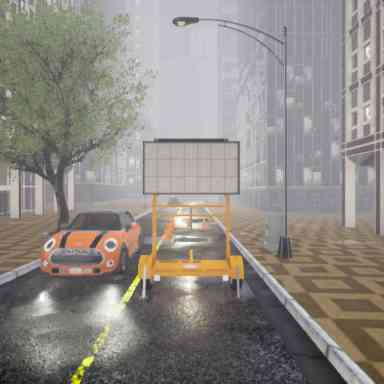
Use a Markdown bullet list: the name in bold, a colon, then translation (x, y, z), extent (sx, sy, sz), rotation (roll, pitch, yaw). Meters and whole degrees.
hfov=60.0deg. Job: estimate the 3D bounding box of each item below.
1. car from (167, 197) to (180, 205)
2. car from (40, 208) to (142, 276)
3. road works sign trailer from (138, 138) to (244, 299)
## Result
- **car**: translation (-2.965, 1.526, 53.684), extent (1.882, 1.535, 5.008), rotation (0, 0, 0)
- **car**: translation (-2.875, 1.351, 10.435), extent (2.097, 1.767, 4.553), rotation (0, 0, 0)
- **road works sign trailer**: translation (-0.019, 0.463, 8.414), extent (2.380, 3.560, 2.880), rotation (0, 0, 0)
